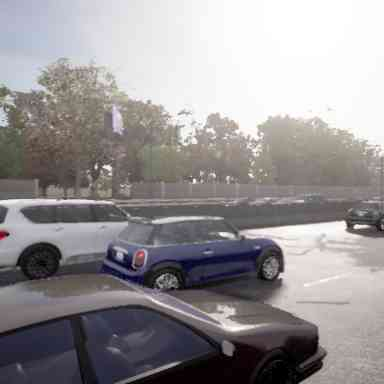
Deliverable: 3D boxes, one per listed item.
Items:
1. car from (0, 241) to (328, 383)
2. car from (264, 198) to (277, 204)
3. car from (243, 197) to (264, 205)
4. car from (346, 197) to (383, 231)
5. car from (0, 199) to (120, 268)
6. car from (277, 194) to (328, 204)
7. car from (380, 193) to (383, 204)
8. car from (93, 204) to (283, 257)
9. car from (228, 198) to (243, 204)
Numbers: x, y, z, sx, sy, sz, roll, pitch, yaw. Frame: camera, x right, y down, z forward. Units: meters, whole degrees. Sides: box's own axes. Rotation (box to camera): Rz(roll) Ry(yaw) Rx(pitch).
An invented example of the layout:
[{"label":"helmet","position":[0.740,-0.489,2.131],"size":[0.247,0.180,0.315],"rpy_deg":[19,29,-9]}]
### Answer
[{"label":"car","position":[-1.058,1.547,2.997],"size":[5.357,1.411,2.033],"rpy_deg":[0,0,-36]},{"label":"car","position":[10.781,1.466,37.478],"size":[5.008,1.535,1.882],"rpy_deg":[0,0,-35]},{"label":"car","position":[9.034,1.480,40.528],"size":[4.902,1.511,2.128],"rpy_deg":[0,0,-35]},{"label":"car","position":[11.570,1.339,20.611],"size":[4.553,1.767,2.097],"rpy_deg":[0,0,-36]},{"label":"car","position":[-3.162,1.219,10.092],"size":[5.566,2.045,2.150],"rpy_deg":[0,0,-36]},{"label":"car","position":[11.591,1.208,33.764],"size":[5.566,2.045,2.150],"rpy_deg":[0,0,-35]},{"label":"car","position":[40.355,1.263,67.088],"size":[5.566,2.045,2.150],"rpy_deg":[0,0,-36]},{"label":"car","position":[0.221,1.347,8.206],"size":[4.553,1.767,2.097],"rpy_deg":[0,0,-36]},{"label":"car","position":[6.767,1.494,43.210],"size":[4.892,1.490,1.837],"rpy_deg":[0,0,-35]}]
